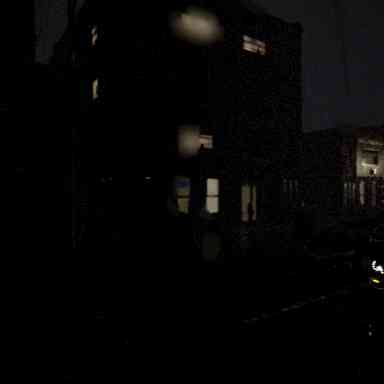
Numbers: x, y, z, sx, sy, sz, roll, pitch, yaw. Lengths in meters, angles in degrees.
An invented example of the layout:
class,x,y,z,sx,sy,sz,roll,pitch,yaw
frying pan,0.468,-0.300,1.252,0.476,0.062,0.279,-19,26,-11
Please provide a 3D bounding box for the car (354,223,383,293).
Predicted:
class,x,y,z,sx,sy,sz,roll,pitch,yaw
car,5.986,1.518,7.649,4.892,1.490,1.837,0,0,-36

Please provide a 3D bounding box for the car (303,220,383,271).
class,x,y,z,sx,sy,sz,roll,pitch,yaw
car,5.261,1.565,10.316,4.403,1.369,2.008,0,-1,-36
